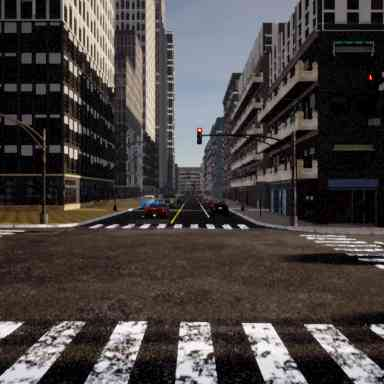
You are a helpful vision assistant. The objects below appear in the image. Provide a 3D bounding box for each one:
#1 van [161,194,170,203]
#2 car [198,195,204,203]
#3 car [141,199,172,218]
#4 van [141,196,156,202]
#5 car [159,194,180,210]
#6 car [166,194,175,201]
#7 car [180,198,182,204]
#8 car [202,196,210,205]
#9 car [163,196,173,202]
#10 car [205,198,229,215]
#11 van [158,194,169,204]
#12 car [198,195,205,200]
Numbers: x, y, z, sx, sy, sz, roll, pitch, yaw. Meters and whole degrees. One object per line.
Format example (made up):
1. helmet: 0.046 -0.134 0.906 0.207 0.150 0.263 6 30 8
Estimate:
1. van: -5.671 1.355 72.022 1.690 1.788 3.998 0 0 0
2. car: 2.707 1.560 60.712 2.008 1.369 4.403 0 0 0
3. car: -3.093 1.603 29.586 1.895 1.301 4.718 0 0 0
4. van: -5.680 1.346 43.751 1.690 1.788 3.998 0 0 0
5. car: -3.090 1.226 44.520 2.150 2.045 5.566 0 0 0
6. car: -5.665 1.336 88.986 2.192 1.841 5.009 0 0 0
7. car: -2.994 1.575 62.644 1.994 1.385 4.181 0 0 0
8. car: 2.701 1.549 43.749 1.887 1.381 4.507 0 0 0
9. car: -5.668 1.567 77.676 2.008 1.369 4.403 0 0 0
10. car: 2.699 1.568 33.782 1.947 1.339 4.313 0 0 0
11. van: -5.673 1.353 66.367 1.690 1.788 3.998 0 0 0
12. car: 2.717 1.590 94.637 1.947 1.339 4.313 0 0 0
